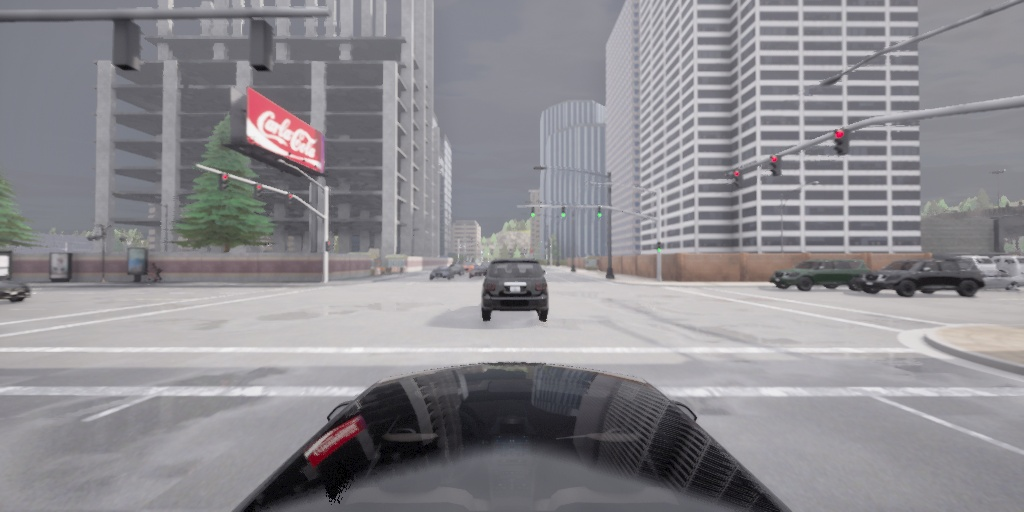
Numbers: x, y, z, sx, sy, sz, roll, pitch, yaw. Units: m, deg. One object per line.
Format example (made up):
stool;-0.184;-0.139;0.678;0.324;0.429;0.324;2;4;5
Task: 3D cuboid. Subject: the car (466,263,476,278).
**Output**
car;-3.592;1.747;39.621;1.994;1.385;4.181;0;-1;0

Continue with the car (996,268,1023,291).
car;30.265;1.598;23.533;4.718;1.301;1.895;0;-1;0

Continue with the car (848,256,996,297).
car;22.672;1.179;20.011;5.566;2.045;2.150;0;-1;-1

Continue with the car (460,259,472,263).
car;-7.007;1.710;55.017;2.097;1.767;4.553;0;-1;0

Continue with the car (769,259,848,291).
car;20.132;1.220;23.493;5.566;2.045;2.150;0;-1;0

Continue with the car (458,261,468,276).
car;-7.079;1.754;45.435;1.837;1.490;4.892;0;-1;0

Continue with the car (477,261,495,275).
car;-3.556;1.645;49.314;2.097;1.767;4.553;0;-1;0

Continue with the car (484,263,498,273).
car;-3.500;1.960;59.773;2.033;1.411;5.357;0;-1;0

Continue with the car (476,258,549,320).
car;0.096;1.103;13.302;2.150;2.045;5.566;0;-1;0

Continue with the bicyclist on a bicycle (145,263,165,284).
bicyclist on a bicycle;-27.875;1.352;28.020;0.582;1.620;1.656;0;0;0

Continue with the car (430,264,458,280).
car;-7.095;1.715;36.862;1.994;1.385;4.181;0;-1;0

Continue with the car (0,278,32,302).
car;-24.735;1.420;16.055;4.892;1.490;1.837;0;-1;0
